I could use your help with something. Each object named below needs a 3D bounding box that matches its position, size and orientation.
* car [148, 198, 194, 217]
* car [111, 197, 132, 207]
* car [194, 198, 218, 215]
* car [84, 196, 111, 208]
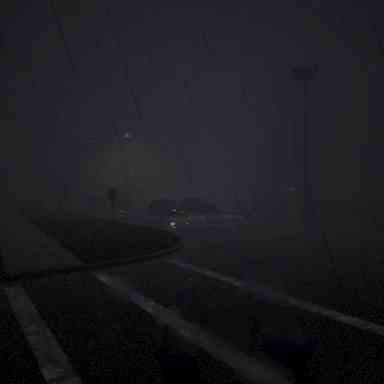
[{"bbox_3d":[-2.227,1.384,29.957,1.837,1.490,4.892,-1,2,-35],"label":"car"},{"bbox_3d":[-10.237,1.382,47.599,1.812,1.442,4.674,-1,0,-35],"label":"car"},{"bbox_3d":[0.483,1.335,32.188,1.882,1.535,5.008,-1,1,-35],"label":"car"},{"bbox_3d":[-13.406,1.361,46.031,1.882,1.535,5.008,-1,0,-35],"label":"car"}]
